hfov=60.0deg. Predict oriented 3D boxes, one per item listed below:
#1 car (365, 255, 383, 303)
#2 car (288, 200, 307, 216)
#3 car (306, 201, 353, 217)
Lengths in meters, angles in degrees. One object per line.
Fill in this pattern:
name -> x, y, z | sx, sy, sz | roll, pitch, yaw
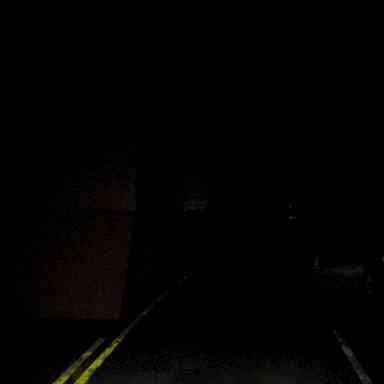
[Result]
car -> 4.372, 1.539, 5.287 | 1.882, 1.535, 5.008 | 0, -1, 11
car -> 11.563, 1.696, 37.031 | 4.553, 1.767, 2.097 | 1, 0, -33
car -> 14.808, 1.833, 34.988 | 4.902, 1.511, 2.128 | 1, -1, -31
